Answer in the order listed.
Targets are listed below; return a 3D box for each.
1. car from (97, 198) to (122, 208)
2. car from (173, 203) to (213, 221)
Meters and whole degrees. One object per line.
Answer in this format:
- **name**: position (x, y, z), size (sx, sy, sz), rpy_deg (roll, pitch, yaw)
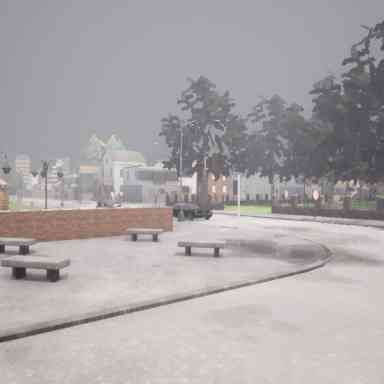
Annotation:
- **car**: position (-10.397, 1.492, 41.641), size (2.128, 1.511, 4.902), rpy_deg (0, 0, -35)
- **car**: position (-0.347, 1.600, 27.341), size (1.895, 1.301, 4.718), rpy_deg (0, 0, -35)
